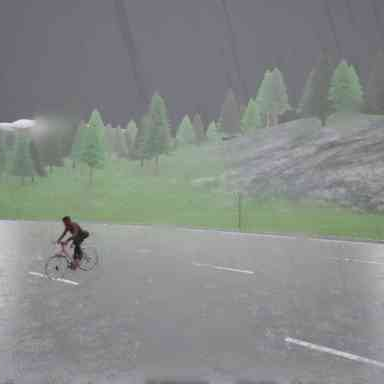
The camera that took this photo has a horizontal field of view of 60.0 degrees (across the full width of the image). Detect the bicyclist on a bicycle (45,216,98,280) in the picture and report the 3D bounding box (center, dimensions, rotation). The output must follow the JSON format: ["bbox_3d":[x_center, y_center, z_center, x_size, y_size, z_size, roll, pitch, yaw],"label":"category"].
[{"bbox_3d":[-3.204,1.455,8.936,0.582,1.620,1.656,0,2,35],"label":"bicyclist on a bicycle"}]
